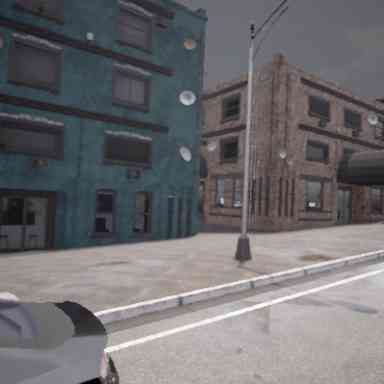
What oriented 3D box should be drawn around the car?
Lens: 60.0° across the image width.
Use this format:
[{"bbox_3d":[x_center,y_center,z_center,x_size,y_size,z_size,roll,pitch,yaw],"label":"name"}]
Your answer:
[{"bbox_3d":[-2.801,1.497,1.687,4.902,1.511,2.128,0,0,-35],"label":"car"}]
